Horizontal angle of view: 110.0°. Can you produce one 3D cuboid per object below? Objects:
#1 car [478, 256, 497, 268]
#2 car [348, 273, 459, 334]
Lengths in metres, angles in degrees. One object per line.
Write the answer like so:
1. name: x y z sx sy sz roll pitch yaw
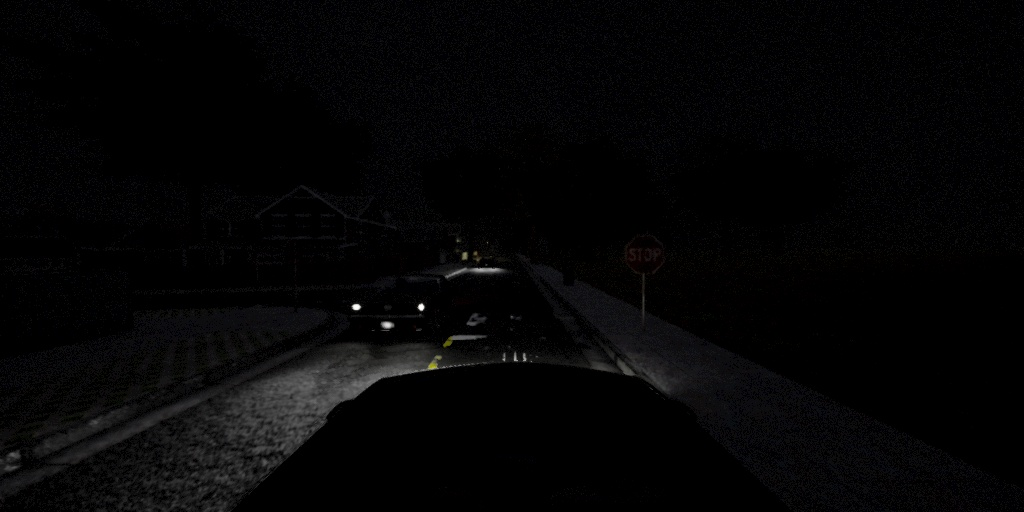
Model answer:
1. car: -2.746 0.621 40.832 1.895 1.301 4.718 0 1 0
2. car: -2.759 1.195 10.157 1.895 1.301 4.718 0 1 0
